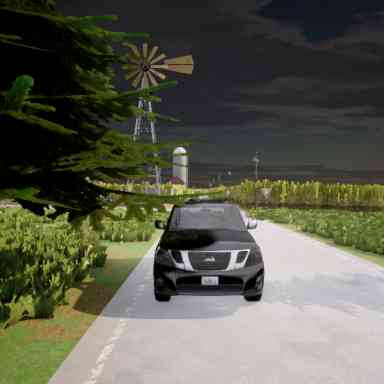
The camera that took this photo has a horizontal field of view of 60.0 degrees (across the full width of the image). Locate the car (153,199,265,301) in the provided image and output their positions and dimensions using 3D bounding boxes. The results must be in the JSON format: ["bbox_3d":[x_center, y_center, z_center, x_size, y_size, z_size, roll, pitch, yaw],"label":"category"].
[{"bbox_3d":[0.334,1.221,8.660,2.150,2.045,5.566,0,0,0],"label":"car"}]
